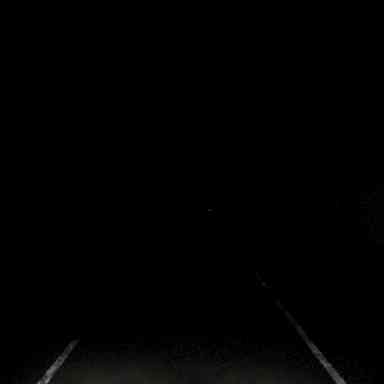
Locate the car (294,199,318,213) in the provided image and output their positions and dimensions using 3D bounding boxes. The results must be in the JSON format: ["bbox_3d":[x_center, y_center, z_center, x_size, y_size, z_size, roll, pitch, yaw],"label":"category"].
[{"bbox_3d":[13.971,1.505,38.219,5.008,1.535,1.882,0,0,-31],"label":"car"}]

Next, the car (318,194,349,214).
[{"bbox_3d":[16.705,1.247,35.884,5.566,2.045,2.150,0,0,-28],"label":"car"}]

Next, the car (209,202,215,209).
[{"bbox_3d":[4.334,1.596,44.583,4.181,1.385,1.994,0,0,-35],"label":"car"}]
